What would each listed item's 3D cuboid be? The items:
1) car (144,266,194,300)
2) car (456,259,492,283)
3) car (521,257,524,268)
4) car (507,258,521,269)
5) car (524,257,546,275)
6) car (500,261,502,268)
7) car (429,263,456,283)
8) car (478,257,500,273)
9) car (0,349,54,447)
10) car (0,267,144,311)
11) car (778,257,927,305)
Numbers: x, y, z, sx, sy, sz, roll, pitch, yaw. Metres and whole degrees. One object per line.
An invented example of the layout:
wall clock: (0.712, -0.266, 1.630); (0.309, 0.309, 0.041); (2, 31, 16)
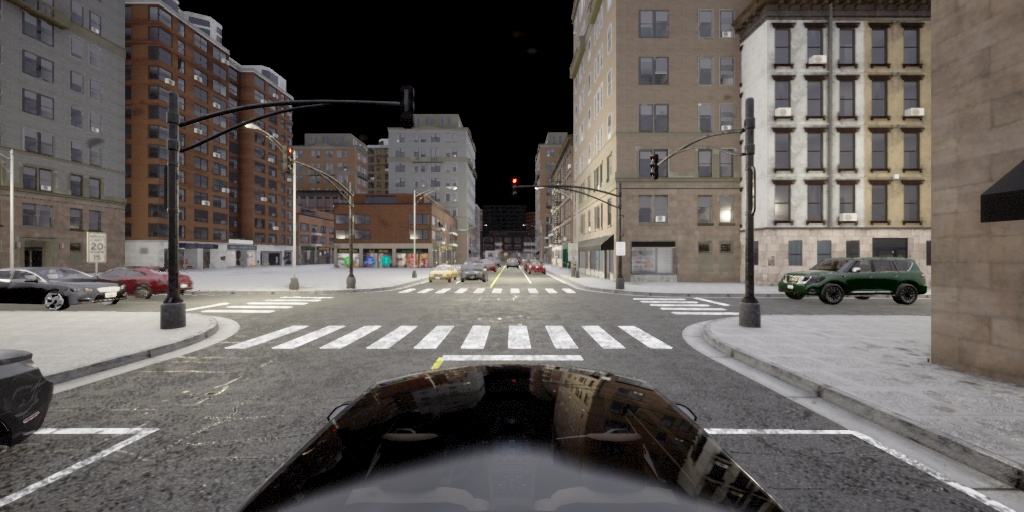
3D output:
car: (-17.327, 1.197, 16.378); (4.674, 1.442, 1.812); (0, 0, -1)
car: (-2.833, 1.254, 27.711); (1.837, 1.490, 4.892); (0, 0, 0)
car: (2.659, 1.066, 45.480); (2.192, 1.841, 5.009); (0, 0, 0)
car: (0.121, 1.317, 58.549); (1.994, 1.385, 4.181); (0, 0, 1)
car: (2.656, 1.191, 39.818); (1.967, 1.591, 4.097); (0, 0, 0)
car: (-2.731, 1.261, 61.561); (1.837, 1.490, 4.892); (0, 0, 0)
car: (-5.375, 1.276, 28.329); (1.751, 1.417, 4.829); (0, 0, 0)
car: (-2.827, 1.229, 43.266); (1.882, 1.535, 5.008); (0, 0, 0)
car: (-5.388, 1.300, 1.653); (2.007, 1.370, 4.403); (0, 0, 0)
car: (-17.277, 1.162, 13.323); (4.902, 1.511, 2.128); (0, 0, 2)
car: (15.351, 1.056, 16.302); (5.566, 2.045, 2.150); (0, 0, -2)
